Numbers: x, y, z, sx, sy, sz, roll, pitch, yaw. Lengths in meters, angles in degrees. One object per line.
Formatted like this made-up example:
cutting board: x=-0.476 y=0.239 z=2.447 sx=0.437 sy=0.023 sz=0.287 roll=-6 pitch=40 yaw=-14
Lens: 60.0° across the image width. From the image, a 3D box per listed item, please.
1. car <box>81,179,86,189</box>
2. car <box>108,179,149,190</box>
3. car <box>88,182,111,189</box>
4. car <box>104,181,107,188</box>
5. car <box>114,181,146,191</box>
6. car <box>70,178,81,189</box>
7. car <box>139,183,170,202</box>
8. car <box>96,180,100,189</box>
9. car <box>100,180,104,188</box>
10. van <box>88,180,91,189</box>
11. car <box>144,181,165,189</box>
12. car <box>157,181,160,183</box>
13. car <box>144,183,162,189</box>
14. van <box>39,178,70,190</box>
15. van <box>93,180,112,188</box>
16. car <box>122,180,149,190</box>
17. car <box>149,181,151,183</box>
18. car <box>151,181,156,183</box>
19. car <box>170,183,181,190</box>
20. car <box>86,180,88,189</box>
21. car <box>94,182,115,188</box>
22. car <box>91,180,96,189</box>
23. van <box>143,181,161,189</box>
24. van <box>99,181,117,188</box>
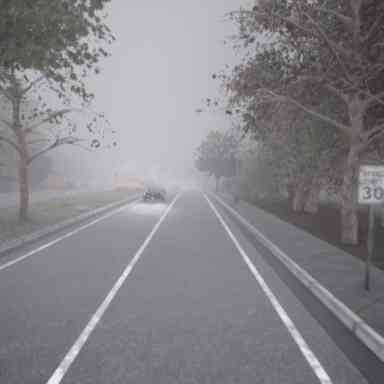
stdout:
car: x=-23.298 y=-1.328 z=62.018 sx=5.366 sy=1.575 sz=1.946 roll=1 pitch=1 yaw=0
car: x=-10.209 y=-0.941 z=53.507 sx=5.366 sy=1.575 sz=1.946 roll=1 pitch=1 yaw=0
car: x=-23.325 y=-1.707 z=84.175 sx=5.366 sy=1.575 sz=1.946 roll=1 pitch=1 yaw=0
car: x=-23.497 y=-1.611 z=78.634 sx=4.892 sy=1.521 sz=2.231 roll=1 pitch=1 yaw=0
car: x=-10.403 y=-1.011 z=56.275 sx=4.892 sy=1.521 sz=2.231 roll=1 pitch=1 yaw=0
car: x=-23.504 y=-1.526 z=59.244 sx=5.566 sy=2.045 sz=2.435 roll=1 pitch=1 yaw=0
car: x=-3.376 y=0.148 z=30.819 sx=1.895 sy=1.301 sz=4.718 roll=1 pitch=3 yaw=0
car: x=-23.491 y=-1.516 z=72.969 sx=5.008 sy=1.535 sz=2.097 roll=1 pitch=1 yaw=0
car: x=-23.495 y=-1.565 z=75.864 sx=5.008 sy=1.535 sz=2.097 roll=1 pitch=1 yaw=0
van: x=-23.603 y=-1.651 z=67.551 sx=4.442 sy=1.987 sz=1.878 roll=1 pitch=1 yaw=0
car: x=-10.466 y=-1.889 z=92.332 sx=5.566 sy=2.045 sz=2.435 roll=1 pitch=0 yaw=0
car: x=-10.427 y=-1.369 z=75.697 sx=5.008 sy=1.535 sz=2.097 roll=1 pitch=1 yaw=0
car: x=-10.468 y=-1.576 z=89.582 sx=4.792 sy=1.488 sz=2.163 roll=1 pitch=1 yaw=0
van: x=-23.591 y=-1.436 z=56.353 sx=4.442 sy=1.987 sz=1.878 roll=1 pitch=1 yaw=0
van: x=-23.393 y=-1.978 z=86.939 sx=4.442 sy=1.987 sz=1.878 roll=1 pitch=1 yaw=0
car: x=-10.434 y=-1.255 z=61.820 sx=4.553 sy=1.767 sz=2.185 roll=1 pitch=1 yaw=0
car: x=-10.407 y=-1.075 z=59.046 sx=5.008 sy=1.535 sz=2.097 roll=1 pitch=1 yaw=0
car: x=-10.376 y=-1.430 z=64.589 sx=5.566 sy=2.045 sz=2.435 roll=1 pitch=1 yaw=0
car: x=-3.343 y=-1.176 z=72.098 sx=1.812 sy=1.442 sz=4.674 roll=1 pitch=1 yaw=0
car: x=-23.480 y=-1.375 z=64.784 sx=4.892 sy=1.521 sz=2.231 roll=1 pitch=1 yaw=0
car: x=-23.522 y=-1.802 z=89.712 sx=5.008 sy=1.535 sz=2.097 roll=1 pitch=1 yaw=0
car: x=-23.460 y=-1.596 z=70.322 sx=4.553 sy=1.767 sz=2.185 roll=1 pitch=1 yaw=0
van: x=-10.315 y=-1.782 z=86.796 sx=4.442 sy=1.987 sz=1.878 roll=1 pitch=1 yaw=0
van: x=-23.400 y=-2.055 z=92.330 sx=4.442 sy=1.987 sz=1.878 roll=1 pitch=1 yaw=0
